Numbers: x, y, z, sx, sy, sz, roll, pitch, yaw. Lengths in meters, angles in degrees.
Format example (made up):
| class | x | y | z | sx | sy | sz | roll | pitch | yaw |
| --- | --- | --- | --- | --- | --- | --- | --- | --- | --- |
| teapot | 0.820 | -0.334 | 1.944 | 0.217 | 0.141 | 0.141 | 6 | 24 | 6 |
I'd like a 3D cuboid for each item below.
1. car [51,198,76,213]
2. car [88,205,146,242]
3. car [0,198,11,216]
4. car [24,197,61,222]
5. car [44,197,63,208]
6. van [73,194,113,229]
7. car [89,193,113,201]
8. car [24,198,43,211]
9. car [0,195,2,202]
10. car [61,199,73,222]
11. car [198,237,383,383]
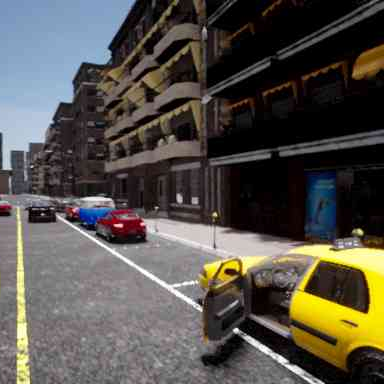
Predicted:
| class | x | y | z | sx | sy | sz | roll | pitch | yaw |
| --- | --- | --- | --- | --- | --- | --- | --- | --- | --- |
| car | -13.706 | 1.415 | 35.287 | 2.008 | 1.369 | 4.403 | -1 | 0 | -28 |
| car | -3.433 | 1.498 | 15.686 | 1.802 | 1.307 | 4.206 | -1 | 0 | -28 |
| car | -17.669 | 1.524 | 30.475 | 1.895 | 1.301 | 4.718 | -1 | 0 | -27 |
| car | -11.608 | 1.404 | 25.598 | 2.128 | 1.511 | 4.902 | -1 | 1 | -27 |
| car | -18.844 | 1.393 | 45.088 | 2.008 | 1.369 | 4.403 | -1 | 0 | -28 |
| van | -6.003 | 1.244 | 20.584 | 1.690 | 1.788 | 3.998 | -1 | 0 | -28 |
| car | -18.345 | 1.051 | 67.259 | 4.403 | 1.369 | 2.008 | -2 | 2 | -28 |
| car | -19.267 | 1.476 | 40.240 | 1.895 | 1.301 | 4.718 | -1 | 0 | -27 |
| car | -43.866 | 1.434 | 74.776 | 1.947 | 1.339 | 4.313 | -1 | 0 | -28 |
| car | -8.571 | 1.330 | 25.485 | 1.967 | 1.590 | 4.097 | -1 | 0 | -28 |
| car | 1.933 | 1.407 | 4.717 | 1.801 | 1.575 | 5.366 | -1 | 0 | -28 |
